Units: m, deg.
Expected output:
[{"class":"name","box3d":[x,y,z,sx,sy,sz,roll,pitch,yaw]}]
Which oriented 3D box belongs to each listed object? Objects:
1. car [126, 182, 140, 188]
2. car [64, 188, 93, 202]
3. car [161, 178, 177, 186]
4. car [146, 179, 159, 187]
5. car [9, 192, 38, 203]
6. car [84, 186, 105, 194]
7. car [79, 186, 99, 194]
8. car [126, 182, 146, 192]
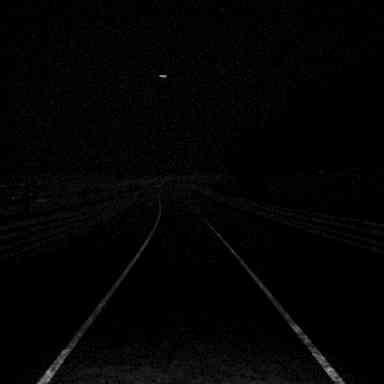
[{"class":"car","box3d":[-15.358,-1.880,86.625,1.812,1.442,4.674,0,4,12]},{"class":"car","box3d":[-16.629,0.642,47.838,1.994,1.385,4.181,0,4,12]},{"class":"car","box3d":[-6.391,-2.755,94.905,2.150,2.045,5.566,0,4,12]},{"class":"car","box3d":[-11.128,-2.022,89.608,1.895,1.301,4.718,0,4,12]},{"class":"car","box3d":[-23.894,0.715,47.372,1.994,1.385,4.181,0,4,12]},{"class":"car","box3d":[-17.506,-0.195,60.280,1.812,1.442,4.674,0,4,12]},{"class":"car","box3d":[-20.076,-0.442,64.926,1.994,1.385,4.181,0,4,12]},{"class":"car","box3d":[-11.964,-0.784,69.293,2.033,1.411,5.357,0,4,12]}]
